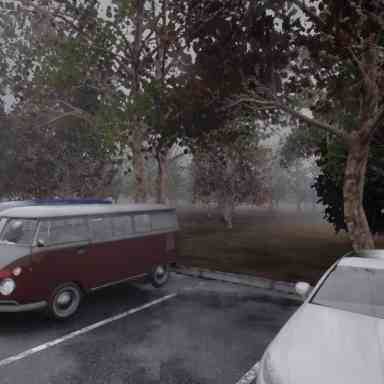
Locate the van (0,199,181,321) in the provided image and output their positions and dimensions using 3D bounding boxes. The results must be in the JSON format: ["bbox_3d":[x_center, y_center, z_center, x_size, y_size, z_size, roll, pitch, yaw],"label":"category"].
[{"bbox_3d":[-2.183,1.255,7.188,1.878,1.987,4.442,0,0,36],"label":"van"}]

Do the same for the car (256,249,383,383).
[{"bbox_3d":[2.414,1.520,4.042,2.002,1.452,4.674,0,0,36],"label":"car"}]
